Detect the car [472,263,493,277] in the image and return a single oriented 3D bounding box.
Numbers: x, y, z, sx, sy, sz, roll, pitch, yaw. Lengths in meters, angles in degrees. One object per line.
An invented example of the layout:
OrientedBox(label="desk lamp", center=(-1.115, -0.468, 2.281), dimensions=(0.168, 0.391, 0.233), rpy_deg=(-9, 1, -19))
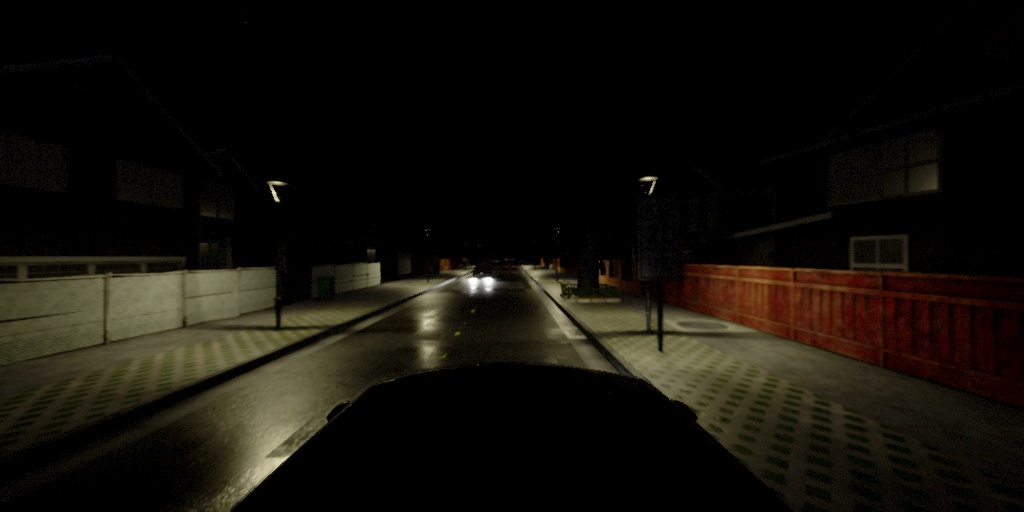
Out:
OrientedBox(label="car", center=(-2.930, 1.362, 36.658), dimensions=(1.895, 1.301, 4.718), rpy_deg=(0, 0, 0))
